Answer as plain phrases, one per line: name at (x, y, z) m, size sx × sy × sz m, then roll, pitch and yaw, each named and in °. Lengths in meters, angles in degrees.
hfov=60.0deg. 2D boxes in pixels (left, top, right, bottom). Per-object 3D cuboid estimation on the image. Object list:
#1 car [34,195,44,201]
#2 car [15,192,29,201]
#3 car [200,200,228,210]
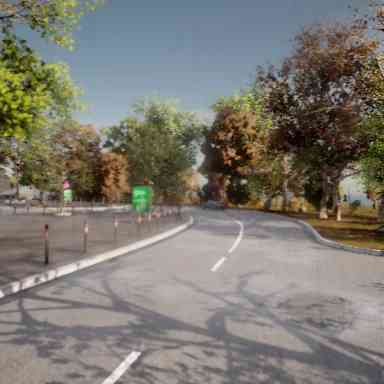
car at (-37.706, 1.489, 81.472) m, size 1.895 × 1.301 × 4.718 m, roll 1°, pitch -1°, yaw -23°
car at (-40.298, 1.303, 79.284) m, size 1.882 × 1.535 × 5.008 m, roll 1°, pitch -1°, yaw -25°
car at (3.191, 1.847, 48.090) m, size 2.033 × 1.411 × 5.357 m, roll 1°, pitch 0°, yaw -27°
